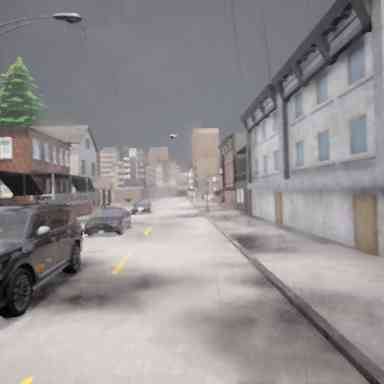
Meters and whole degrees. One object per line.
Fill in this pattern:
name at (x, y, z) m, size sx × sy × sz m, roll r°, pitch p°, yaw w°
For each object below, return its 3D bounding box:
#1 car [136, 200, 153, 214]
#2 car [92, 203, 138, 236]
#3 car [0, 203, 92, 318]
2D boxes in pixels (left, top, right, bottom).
car at (-5.208, 1.571, 35.553) m, size 2.128 × 1.511 × 4.902 m, roll -2°, pitch 0°, yaw -2°
car at (-4.714, 1.644, 19.579) m, size 2.033 × 1.411 × 5.357 m, roll -2°, pitch 0°, yaw -2°
car at (-4.311, 1.331, 7.955) m, size 2.150 × 2.045 × 5.566 m, roll -2°, pitch 0°, yaw -2°
